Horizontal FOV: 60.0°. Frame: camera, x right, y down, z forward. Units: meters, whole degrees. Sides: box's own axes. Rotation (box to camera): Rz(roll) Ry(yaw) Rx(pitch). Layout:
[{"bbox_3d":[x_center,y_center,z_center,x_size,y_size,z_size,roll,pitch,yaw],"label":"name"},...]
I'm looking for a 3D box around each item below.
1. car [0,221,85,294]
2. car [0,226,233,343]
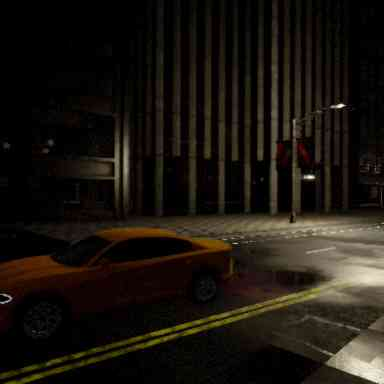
[{"bbox_3d":[-5.012,1.565,8.070,4.181,1.385,1.994,0,0,-35],"label":"car"},{"bbox_3d":[-1.429,1.492,6.636,5.008,1.535,1.882,0,0,-35],"label":"car"}]
